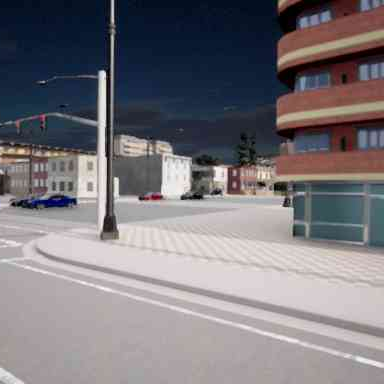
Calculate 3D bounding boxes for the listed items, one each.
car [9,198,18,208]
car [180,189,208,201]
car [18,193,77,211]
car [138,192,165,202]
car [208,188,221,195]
[{"bbox_3d":[-16.240,0.871,34.379,2.128,1.511,4.902,1,1,37],"label":"car"},{"bbox_3d":[0.013,0.625,50.327,1.994,1.385,4.181,1,2,37],"label":"car"},{"bbox_3d":[-13.563,0.906,32.113,1.882,1.535,5.008,1,1,37],"label":"car"},{"bbox_3d":[-5.843,0.663,48.333,1.994,1.385,4.181,1,2,37],"label":"car"},{"bbox_3d":[3.765,-0.104,61.083,2.097,1.767,4.553,1,2,37],"label":"car"}]
